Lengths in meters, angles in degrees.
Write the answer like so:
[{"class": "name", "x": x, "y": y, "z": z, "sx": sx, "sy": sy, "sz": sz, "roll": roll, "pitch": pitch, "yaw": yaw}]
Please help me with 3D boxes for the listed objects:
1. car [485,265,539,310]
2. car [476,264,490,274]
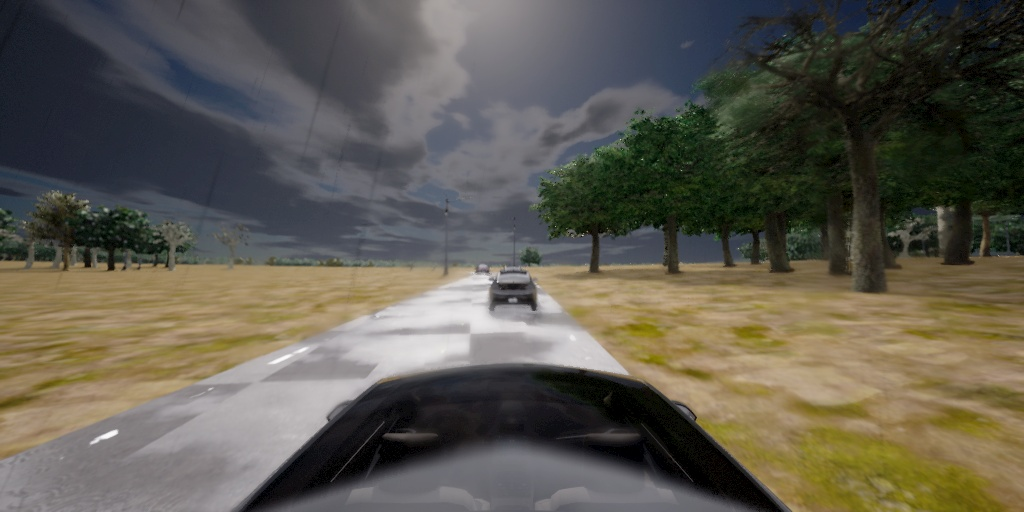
[{"class": "car", "x": 0.067, "y": 1.328, "z": 15.084, "sx": 1.837, "sy": 1.490, "sz": 4.892, "roll": 0, "pitch": 0, "yaw": 0}, {"class": "car", "x": -4.196, "y": 1.898, "z": 52.132, "sx": 1.812, "sy": 1.442, "sz": 4.674, "roll": 1, "pitch": -1, "yaw": -10}]
